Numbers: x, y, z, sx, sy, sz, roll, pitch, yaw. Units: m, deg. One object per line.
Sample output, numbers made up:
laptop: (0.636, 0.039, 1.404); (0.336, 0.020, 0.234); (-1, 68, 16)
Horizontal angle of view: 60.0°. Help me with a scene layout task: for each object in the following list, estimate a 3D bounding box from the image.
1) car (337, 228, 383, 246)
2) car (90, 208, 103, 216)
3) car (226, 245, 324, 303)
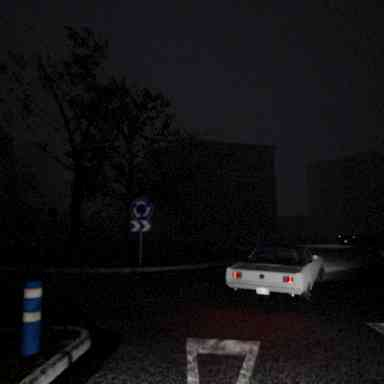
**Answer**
car: (15.048, 4.008, 29.001); (4.718, 1.301, 1.895); (4, -6, -23)
car: (-19.457, 4.064, 67.793); (1.812, 1.442, 4.674); (1, 1, -9)
car: (2.683, 2.207, 9.794); (1.895, 1.301, 4.718); (-2, -5, 27)
